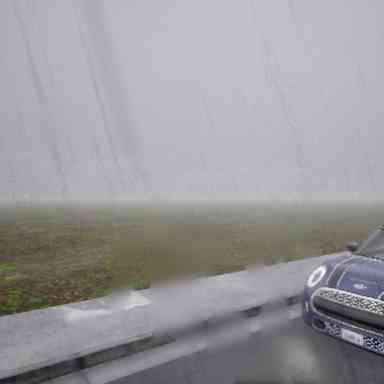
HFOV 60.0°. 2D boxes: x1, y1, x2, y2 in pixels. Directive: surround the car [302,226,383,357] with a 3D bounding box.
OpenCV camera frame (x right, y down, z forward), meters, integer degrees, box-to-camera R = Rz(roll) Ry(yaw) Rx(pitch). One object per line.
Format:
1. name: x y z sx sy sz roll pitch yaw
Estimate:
1. car: 3.982 1.353 5.773 4.553 1.767 2.097 0 0 -35
